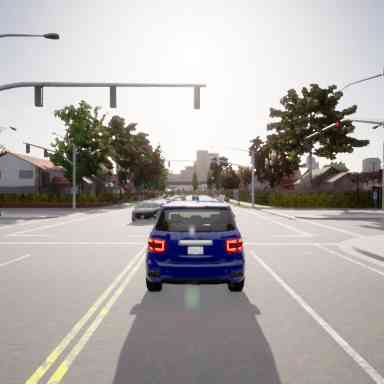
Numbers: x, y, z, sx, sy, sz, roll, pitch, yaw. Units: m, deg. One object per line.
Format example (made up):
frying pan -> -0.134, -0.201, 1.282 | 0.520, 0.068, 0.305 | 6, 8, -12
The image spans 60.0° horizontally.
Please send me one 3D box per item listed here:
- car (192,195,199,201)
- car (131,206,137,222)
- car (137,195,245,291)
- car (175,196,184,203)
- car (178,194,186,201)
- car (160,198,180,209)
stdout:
car -> 0.932, 1.478, 88.078 | 1.882, 1.535, 5.008 | 0, 0, 0
car -> -3.453, 1.477, 26.172 | 1.882, 1.535, 5.008 | 0, 0, 2
car -> 0.071, 1.222, 9.119 | 2.150, 2.045, 5.566 | 0, 0, 0
car -> -2.665, 1.595, 73.016 | 1.895, 1.301, 4.718 | 0, 0, 0
car -> -2.571, 1.354, 87.691 | 2.097, 1.767, 4.553 | 0, 0, 0
car -> -3.069, 1.547, 46.969 | 2.033, 1.411, 5.357 | 0, 0, 4
